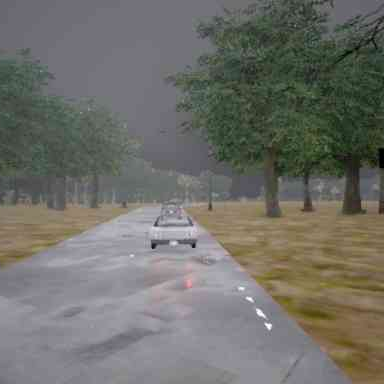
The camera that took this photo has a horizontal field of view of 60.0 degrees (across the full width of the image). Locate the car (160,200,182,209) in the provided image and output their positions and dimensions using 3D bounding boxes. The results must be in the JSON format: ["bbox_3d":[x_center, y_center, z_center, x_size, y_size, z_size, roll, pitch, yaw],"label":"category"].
[{"bbox_3d":[-1.875,1.697,29.711,2.033,1.411,5.357,0,-1,-4],"label":"car"}]

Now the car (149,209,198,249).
[{"bbox_3d":[-0.833,1.650,14.768,1.895,1.301,4.718,0,0,-4],"label":"car"}]
